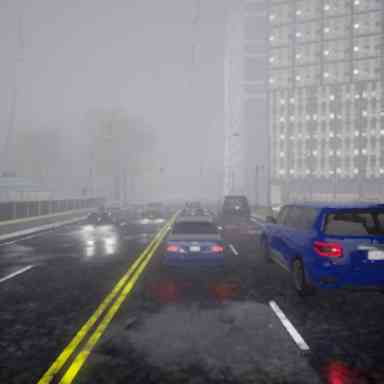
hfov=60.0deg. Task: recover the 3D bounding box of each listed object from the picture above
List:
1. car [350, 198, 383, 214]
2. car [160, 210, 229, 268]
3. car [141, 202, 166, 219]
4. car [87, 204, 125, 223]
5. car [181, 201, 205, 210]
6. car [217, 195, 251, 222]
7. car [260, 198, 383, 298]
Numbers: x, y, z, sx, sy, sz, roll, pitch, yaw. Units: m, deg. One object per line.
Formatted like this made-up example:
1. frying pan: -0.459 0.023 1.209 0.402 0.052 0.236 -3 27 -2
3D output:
1. car: 23.015 1.708 42.417 5.009 1.841 2.192 0 2 20
2. car: 0.089 1.559 11.348 2.033 1.411 5.357 0 0 0
3. car: -3.329 1.586 29.905 2.033 1.411 5.357 0 0 0
4. car: -6.590 1.633 25.864 1.895 1.301 4.718 0 0 0
5. car: 0.091 1.528 28.587 2.128 1.511 4.902 0 0 0
6. car: 3.338 1.256 27.058 2.150 2.045 5.566 0 0 0
7. car: 3.330 1.231 8.693 2.150 2.045 5.566 0 0 0
